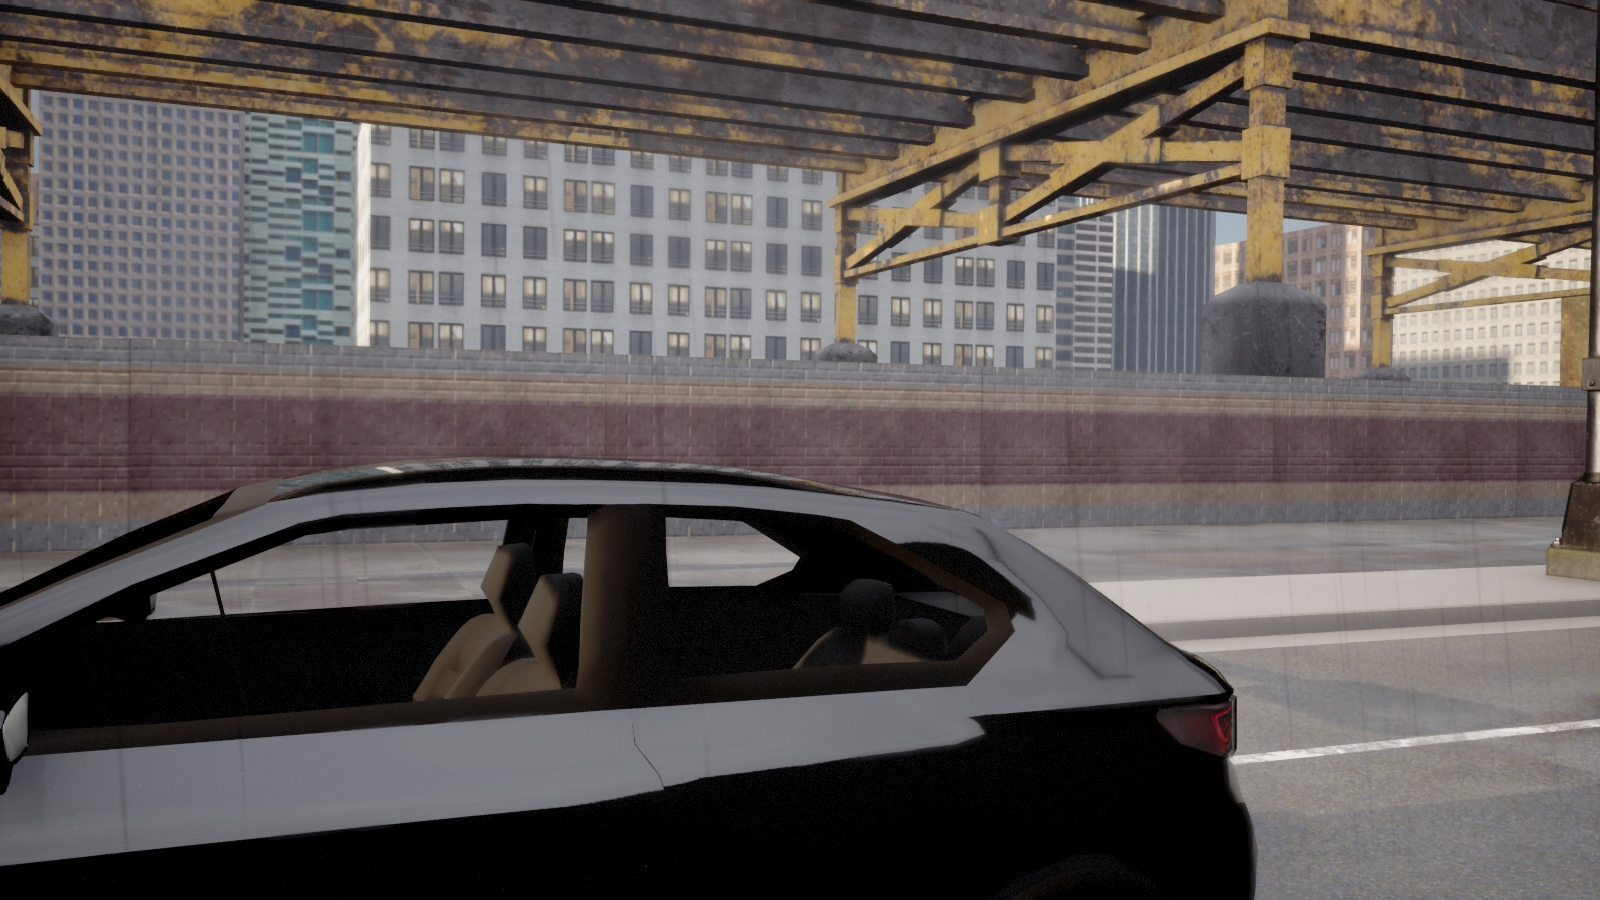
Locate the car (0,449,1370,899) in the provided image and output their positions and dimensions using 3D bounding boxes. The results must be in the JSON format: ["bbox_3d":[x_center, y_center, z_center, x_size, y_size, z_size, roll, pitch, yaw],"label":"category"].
[{"bbox_3d":[-1.042,0.777,2.843,4.193,1.474,1.816,-1,1,-21],"label":"car"}]
